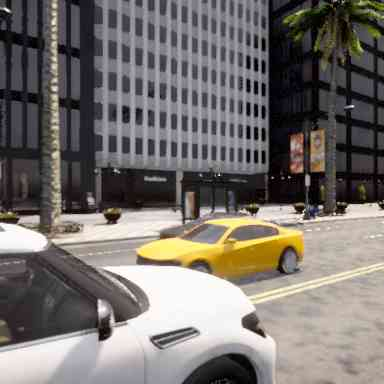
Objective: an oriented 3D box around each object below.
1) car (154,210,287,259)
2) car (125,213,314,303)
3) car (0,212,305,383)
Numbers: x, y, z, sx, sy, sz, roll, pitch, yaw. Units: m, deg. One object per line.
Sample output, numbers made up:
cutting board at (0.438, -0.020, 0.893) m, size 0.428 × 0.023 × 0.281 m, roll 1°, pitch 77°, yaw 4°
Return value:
car at (1.303, 1.550, 13.511) m, size 5.357 × 1.411 × 2.033 m, roll 0°, pitch 0°, yaw -35°
car at (0.933, 1.479, 8.944) m, size 5.008 × 1.535 × 1.882 m, roll 0°, pitch 0°, yaw -35°
car at (-1.843, 1.220, 2.432) m, size 5.566 × 2.045 × 2.150 m, roll 0°, pitch 0°, yaw -35°
